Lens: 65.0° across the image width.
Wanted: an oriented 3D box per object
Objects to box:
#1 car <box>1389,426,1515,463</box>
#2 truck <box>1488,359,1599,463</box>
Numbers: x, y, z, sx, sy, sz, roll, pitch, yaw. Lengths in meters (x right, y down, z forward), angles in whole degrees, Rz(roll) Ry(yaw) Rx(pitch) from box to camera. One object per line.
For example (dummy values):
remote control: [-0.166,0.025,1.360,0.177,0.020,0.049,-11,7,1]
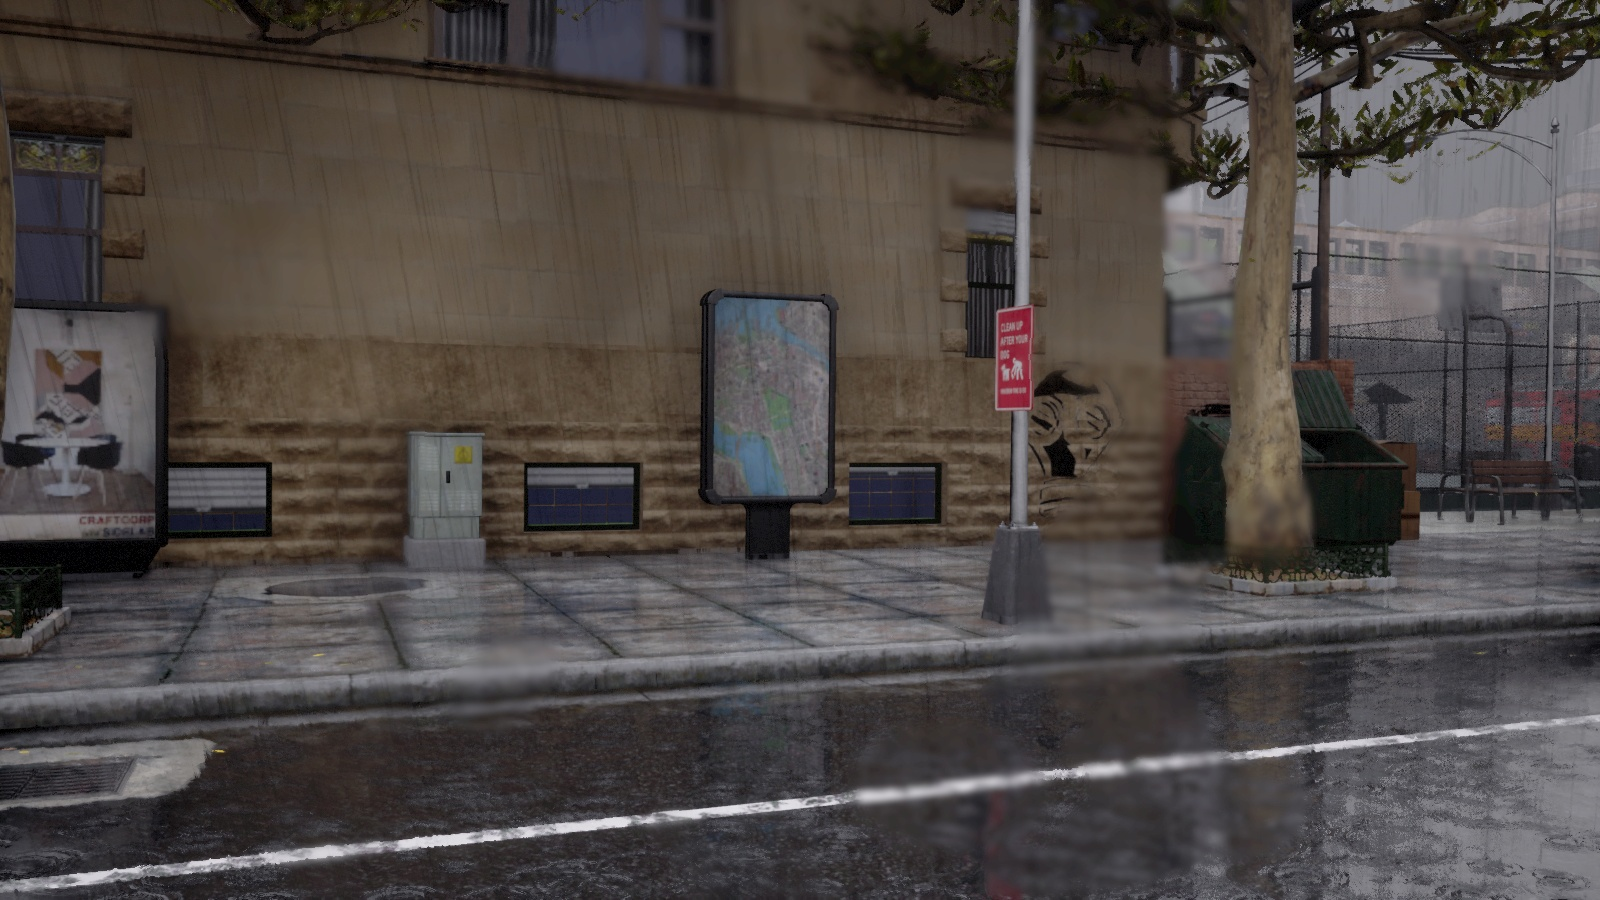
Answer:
car: [25.926,-0.233,50.058,1.994,1.385,4.181,-1,1,-21]
truck: [30.693,-1.469,47.340,2.891,3.827,8.468,-1,1,-21]
